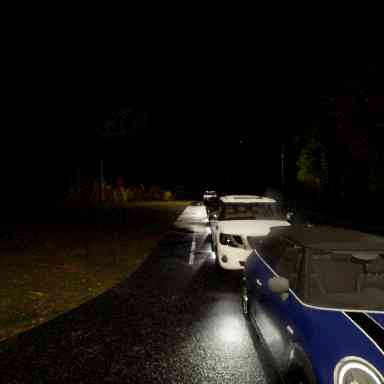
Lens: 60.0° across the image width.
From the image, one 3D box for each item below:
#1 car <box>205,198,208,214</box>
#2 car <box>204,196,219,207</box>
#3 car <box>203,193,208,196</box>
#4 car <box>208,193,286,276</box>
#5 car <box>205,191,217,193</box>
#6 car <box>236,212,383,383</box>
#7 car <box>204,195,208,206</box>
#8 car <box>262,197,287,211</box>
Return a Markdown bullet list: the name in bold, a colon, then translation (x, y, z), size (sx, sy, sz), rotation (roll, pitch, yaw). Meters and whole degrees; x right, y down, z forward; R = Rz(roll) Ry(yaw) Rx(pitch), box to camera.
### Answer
- **car**: translation (2.062, 1.380, 23.060), size (1.837, 1.490, 4.892), rotation (0, 0, 2)
- **car**: translation (2.761, 1.314, 47.975), size (1.994, 1.385, 4.181), rotation (0, 0, 3)
- **car**: translation (2.558, 1.275, 41.567), size (2.128, 1.511, 4.902), rotation (0, 0, 2)
- **car**: translation (1.745, 1.160, 10.473), size (2.150, 2.045, 5.566), rotation (0, 0, 1)
- **car**: translation (2.964, 0.938, 54.408), size (2.150, 2.045, 5.566), rotation (0, 0, 3)
- **car**: translation (1.941, 1.338, 4.126), size (2.097, 1.767, 4.553), rotation (0, 0, 0)
- **car**: translation (2.224, 1.322, 29.313), size (1.882, 1.535, 5.008), rotation (0, 0, 2)
- **car**: translation (9.467, 1.364, 38.443), size (1.994, 1.385, 4.181), rotation (0, 0, 2)
